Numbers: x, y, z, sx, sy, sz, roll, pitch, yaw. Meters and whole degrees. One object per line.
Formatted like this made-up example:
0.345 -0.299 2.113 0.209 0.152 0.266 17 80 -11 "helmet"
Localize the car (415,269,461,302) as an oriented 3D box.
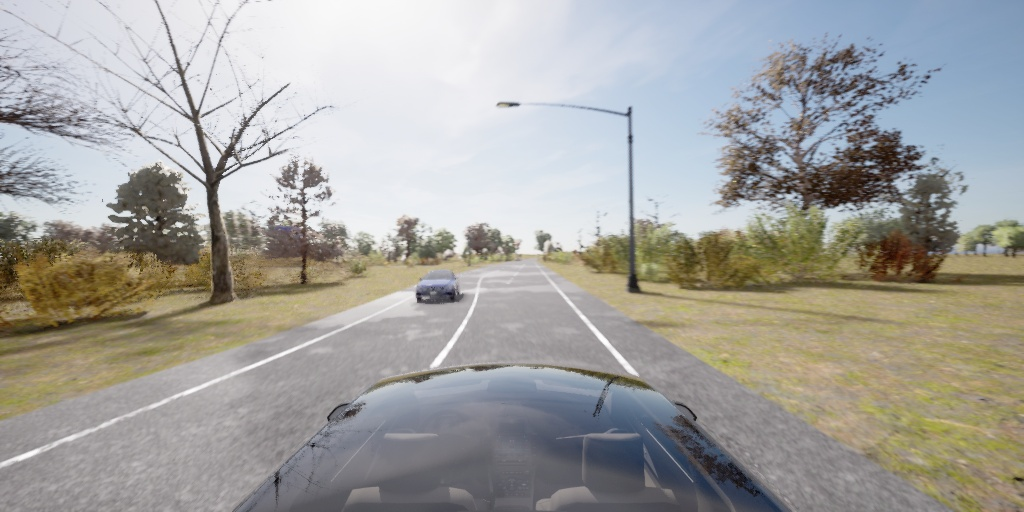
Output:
-3.717 1.440 18.632 1.812 1.442 4.674 -1 0 -3 "car"
